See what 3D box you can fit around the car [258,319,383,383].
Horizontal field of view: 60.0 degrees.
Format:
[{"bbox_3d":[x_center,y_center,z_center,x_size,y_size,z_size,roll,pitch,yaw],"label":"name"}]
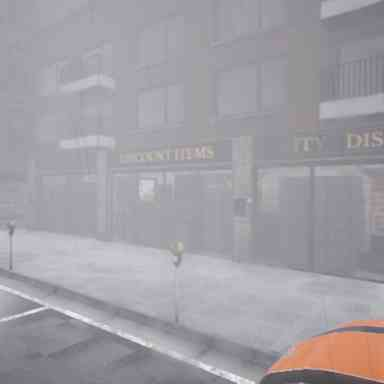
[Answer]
[{"bbox_3d":[2.415,1.364,1.438,4.553,1.767,2.097,1,0,37],"label":"car"}]
